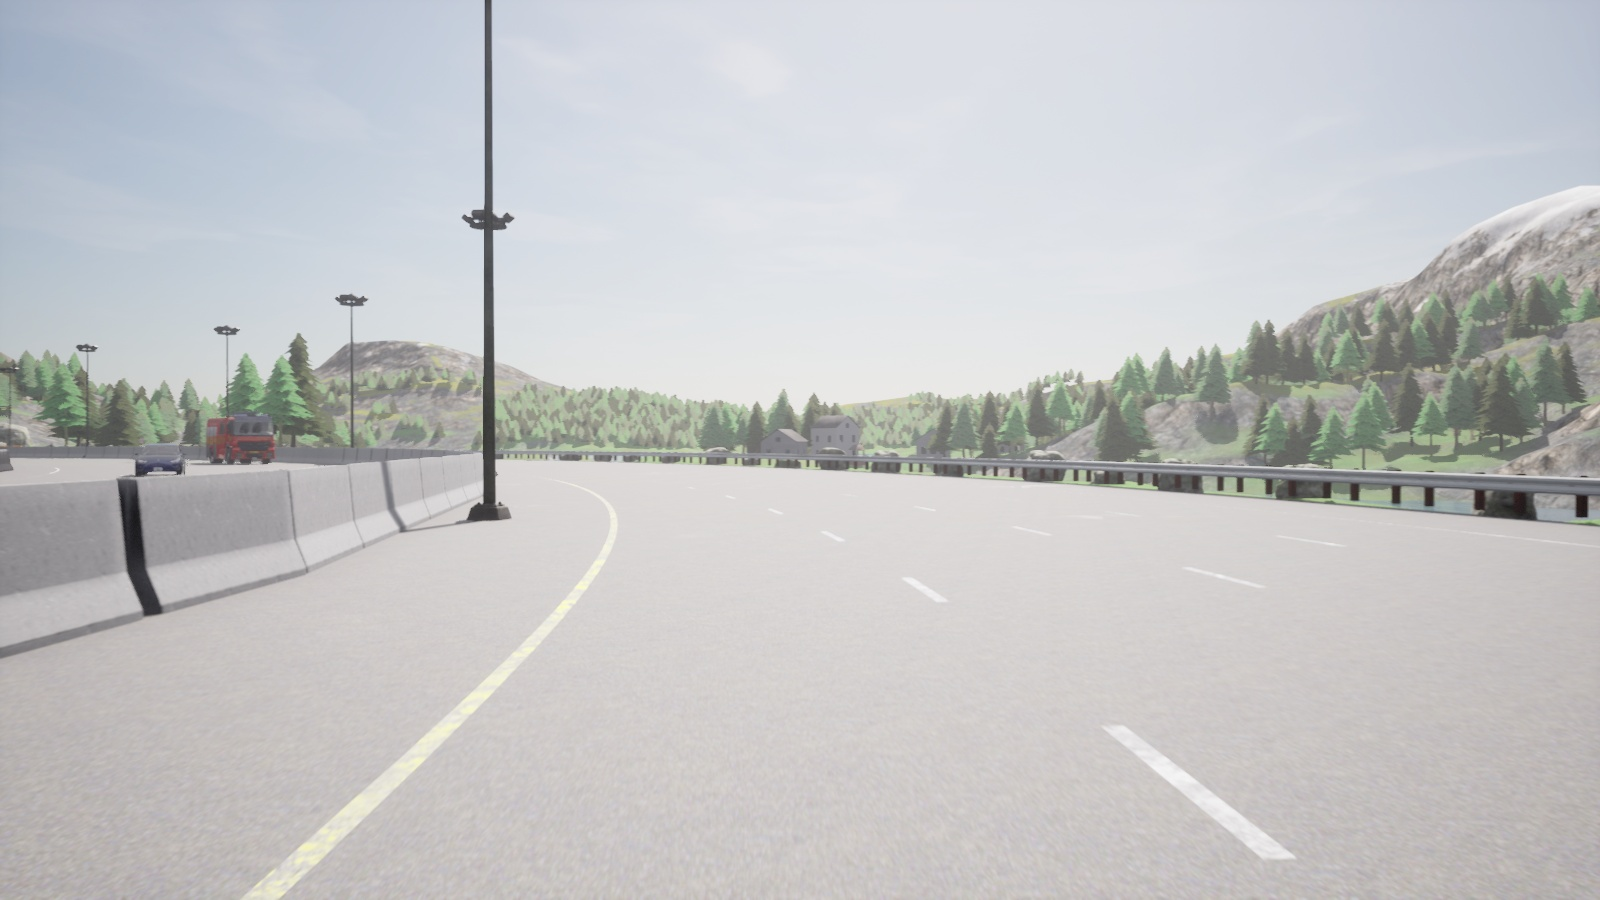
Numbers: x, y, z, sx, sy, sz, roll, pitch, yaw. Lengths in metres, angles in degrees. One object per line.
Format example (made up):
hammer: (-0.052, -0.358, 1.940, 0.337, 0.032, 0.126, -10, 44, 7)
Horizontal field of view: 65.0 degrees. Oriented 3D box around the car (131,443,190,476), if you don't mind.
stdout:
car: (-29.666, 0.404, 58.339, 2.163, 1.488, 4.792, 0, 0, -24)
